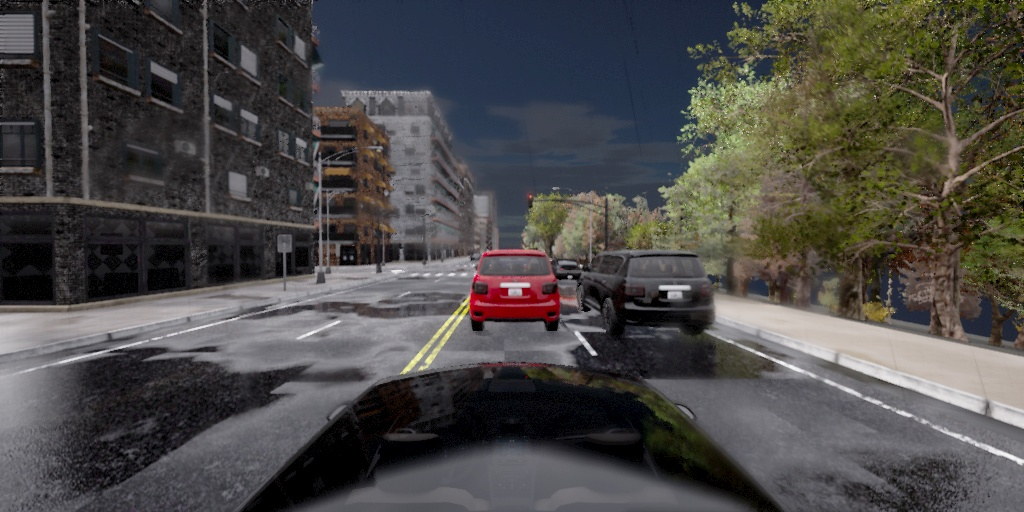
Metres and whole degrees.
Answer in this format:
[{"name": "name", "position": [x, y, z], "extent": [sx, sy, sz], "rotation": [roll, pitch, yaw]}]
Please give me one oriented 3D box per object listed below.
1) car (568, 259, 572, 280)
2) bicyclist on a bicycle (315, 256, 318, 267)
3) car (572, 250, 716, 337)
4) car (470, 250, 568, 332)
[{"name": "car", "position": [3.259, 0.930, 22.982], "extent": [1.837, 1.490, 4.892], "rotation": [0, 1, -2]}, {"name": "bicyclist on a bicycle", "position": [-25.093, 0.658, 45.537], "extent": [0.582, 1.620, 1.656], "rotation": [-1, 1, -1]}, {"name": "car", "position": [3.313, 0.845, 9.994], "extent": [2.150, 2.045, 5.566], "rotation": [0, 1, 0]}, {"name": "car", "position": [0.057, 0.837, 10.478], "extent": [2.150, 2.045, 5.566], "rotation": [0, 1, 0]}]
